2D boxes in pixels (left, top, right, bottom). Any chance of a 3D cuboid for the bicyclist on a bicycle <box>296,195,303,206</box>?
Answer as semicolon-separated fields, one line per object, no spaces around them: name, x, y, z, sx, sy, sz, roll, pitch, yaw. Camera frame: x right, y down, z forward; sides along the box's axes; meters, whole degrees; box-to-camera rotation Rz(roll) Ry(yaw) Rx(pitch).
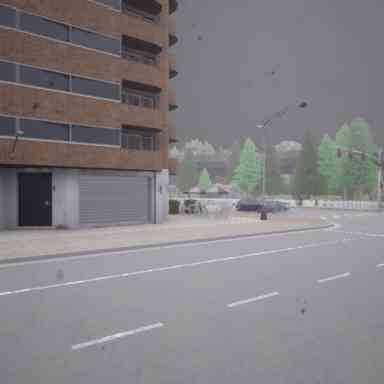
bicyclist on a bicycle;15.323;1.245;47.313;1.656;1.620;0.582;0;0;-36

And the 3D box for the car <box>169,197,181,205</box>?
car;-3.815;1.508;51.983;4.181;1.385;1.994;0;0;34

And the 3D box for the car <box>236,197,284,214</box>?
car;6.709;1.297;34.417;2.097;1.767;4.553;0;0;-36

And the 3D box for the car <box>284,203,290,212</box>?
car;8.779;1.437;37.508;2.128;1.511;4.902;0;0;-37
